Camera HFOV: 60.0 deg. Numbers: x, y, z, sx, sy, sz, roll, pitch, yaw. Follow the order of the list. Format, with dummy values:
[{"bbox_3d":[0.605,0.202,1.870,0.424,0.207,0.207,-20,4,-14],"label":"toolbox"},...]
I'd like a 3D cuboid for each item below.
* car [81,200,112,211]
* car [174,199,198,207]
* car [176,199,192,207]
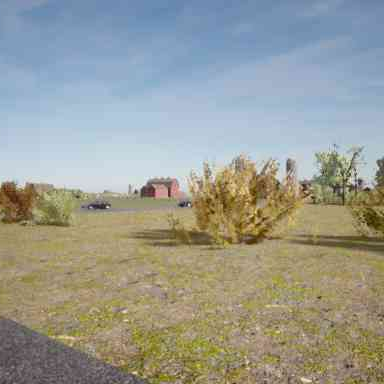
[{"bbox_3d":[-13.945,1.905,48.262,1.837,1.490,4.892,-1,-1,36],"label":"car"},{"bbox_3d":[-1.176,2.130,65.750,2.128,1.511,4.902,-1,-1,36],"label":"car"},{"bbox_3d":[-0.358,2.043,60.834,1.837,1.490,4.892,-1,-1,36],"label":"car"}]
